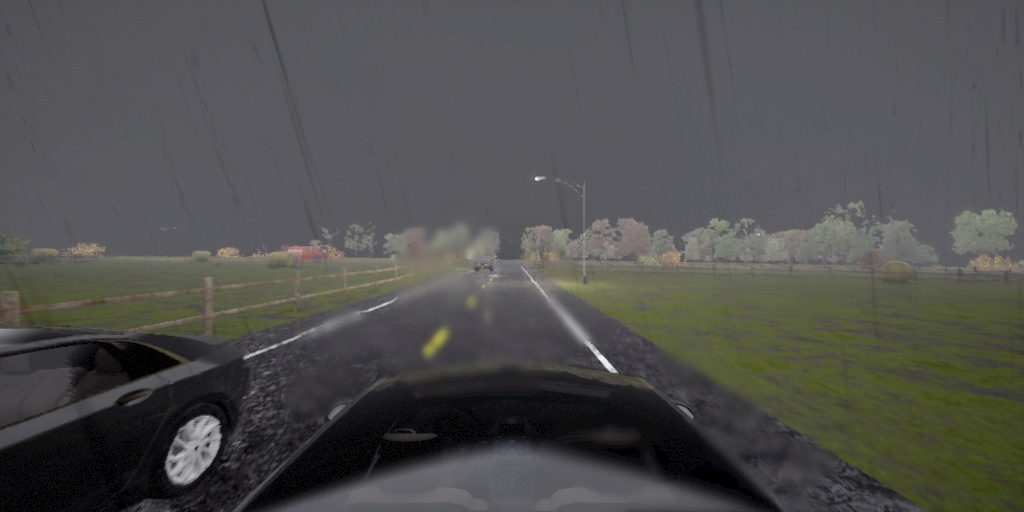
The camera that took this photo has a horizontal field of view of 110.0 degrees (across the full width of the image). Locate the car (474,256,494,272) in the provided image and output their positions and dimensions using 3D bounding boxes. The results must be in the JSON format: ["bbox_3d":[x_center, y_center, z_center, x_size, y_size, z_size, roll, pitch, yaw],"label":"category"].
[{"bbox_3d":[-3.574,0.977,46.472,2.150,2.045,5.566,0,0,0],"label":"car"}]

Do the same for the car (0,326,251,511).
[{"bbox_3d":[-3.600,1.255,1.673,1.837,1.490,4.892,0,0,0],"label":"car"}]
